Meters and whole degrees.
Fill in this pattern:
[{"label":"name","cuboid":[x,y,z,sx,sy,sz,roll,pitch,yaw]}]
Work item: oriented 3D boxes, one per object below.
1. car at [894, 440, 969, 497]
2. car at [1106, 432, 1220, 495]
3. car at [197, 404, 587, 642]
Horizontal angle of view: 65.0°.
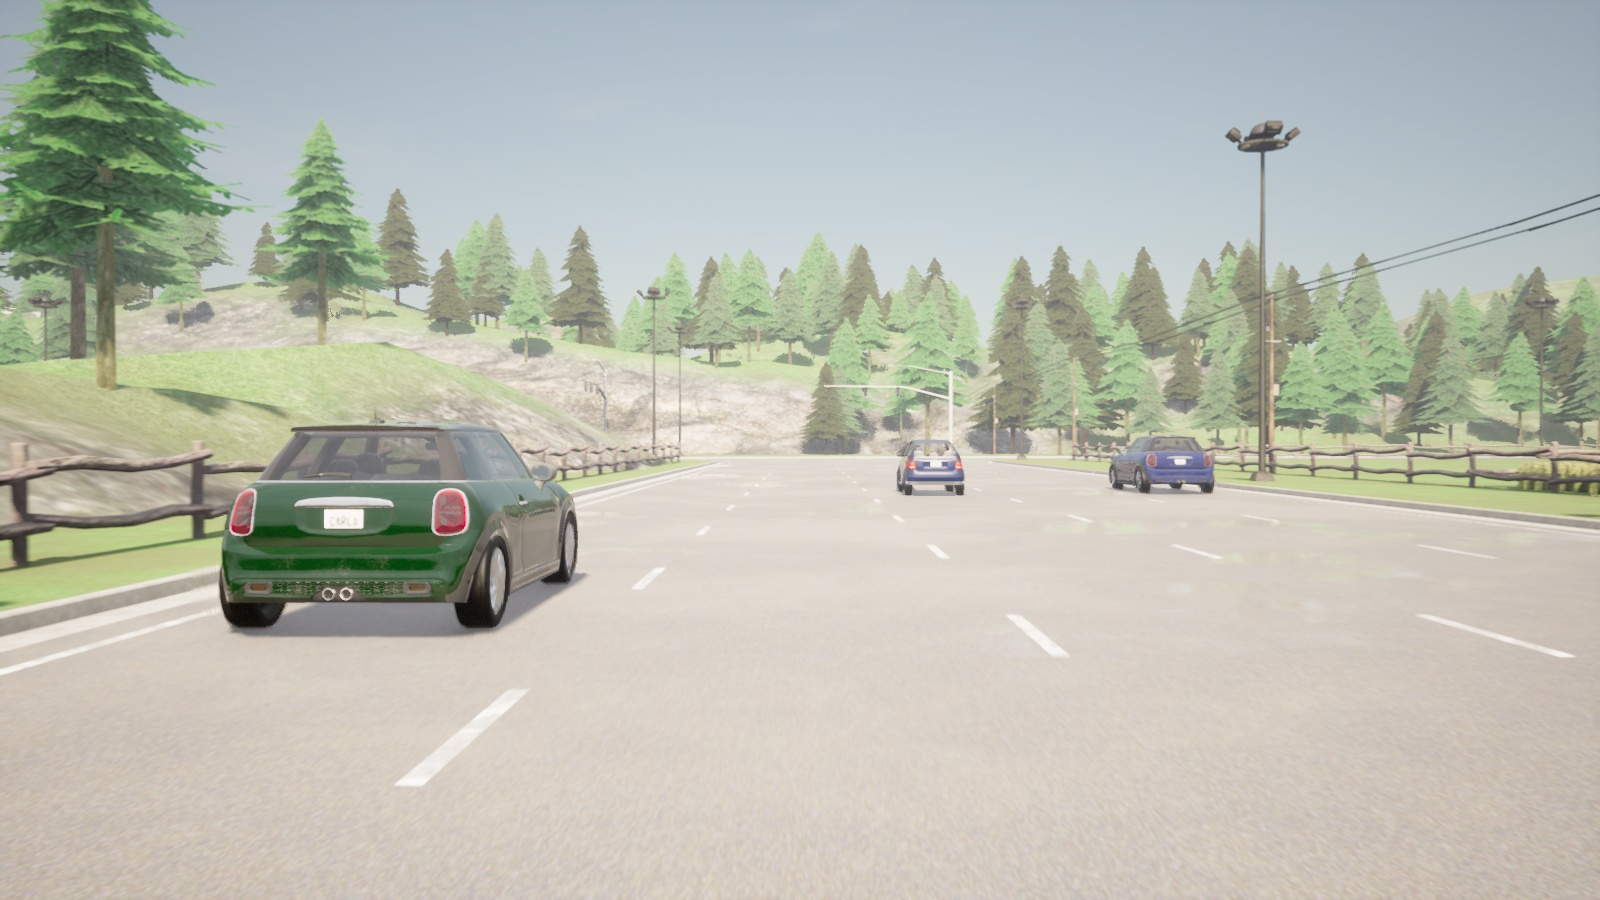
[{"label":"car","cuboid":[3.720,0.490,36.106,1.789,1.549,3.705,0,0,0]},{"label":"car","cuboid":[10.728,0.366,37.492,2.097,1.767,4.553,0,0,0]},{"label":"car","cuboid":[-3.419,0.525,11.604,2.097,1.767,4.553,0,0,0]}]
